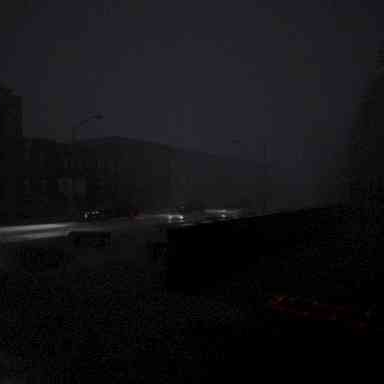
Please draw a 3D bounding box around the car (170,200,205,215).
[{"bbox_3d":[-0.356,1.526,34.750,1.812,1.442,4.674,0,0,35],"label":"car"}]

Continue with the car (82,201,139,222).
[{"bbox_3d":[-6.353,1.492,26.386,2.128,1.511,4.902,0,0,36],"label":"car"}]

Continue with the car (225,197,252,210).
[{"bbox_3d":[6.143,1.478,43.770,1.882,1.535,5.008,0,0,36],"label":"car"}]
